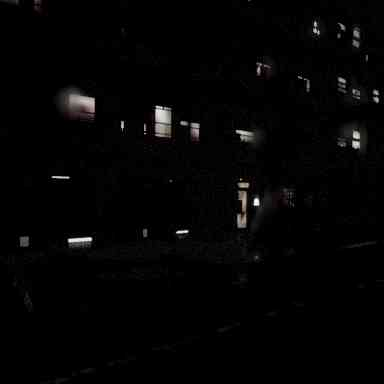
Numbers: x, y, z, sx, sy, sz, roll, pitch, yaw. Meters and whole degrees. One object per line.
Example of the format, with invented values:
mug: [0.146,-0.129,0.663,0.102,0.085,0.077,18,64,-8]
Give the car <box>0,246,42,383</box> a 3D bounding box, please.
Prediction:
car: [-4.021,1.440,3.691,4.097,1.590,1.967,0,0,-35]
